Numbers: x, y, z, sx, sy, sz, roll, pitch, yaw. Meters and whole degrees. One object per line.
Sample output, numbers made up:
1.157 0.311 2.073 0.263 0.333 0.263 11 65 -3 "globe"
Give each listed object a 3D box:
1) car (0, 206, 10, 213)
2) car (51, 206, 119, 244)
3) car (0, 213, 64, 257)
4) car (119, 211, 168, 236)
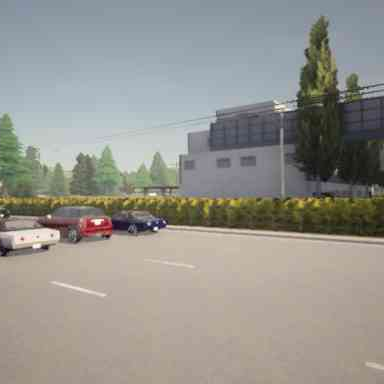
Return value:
-18.147 1.884 29.946 4.674 1.442 1.812 -1 0 36 "car"
-6.213 1.522 17.075 4.553 1.767 2.097 -1 0 36 "car"
-7.627 1.759 13.782 4.718 1.301 1.895 -1 0 36 "car"
-3.791 1.769 19.646 4.718 1.301 1.895 -1 0 36 "car"
